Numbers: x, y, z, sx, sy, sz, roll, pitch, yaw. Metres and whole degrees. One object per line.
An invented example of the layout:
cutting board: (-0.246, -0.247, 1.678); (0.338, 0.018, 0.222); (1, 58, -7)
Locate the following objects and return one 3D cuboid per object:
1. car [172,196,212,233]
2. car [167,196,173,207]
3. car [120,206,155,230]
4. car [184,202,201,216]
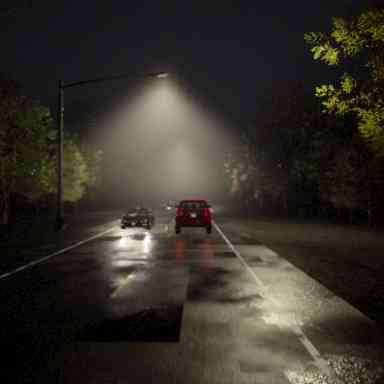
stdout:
car: (0.084, 1.442, 21.309); (2.150, 2.045, 5.566); (0, -1, 0)
car: (-3.572, 1.884, 63.936); (2.150, 2.045, 5.566); (0, -1, 1)
car: (-3.616, 1.743, 22.911); (1.837, 1.490, 4.892); (0, -1, 0)
car: (0.070, 1.933, 39.284); (1.812, 1.442, 4.674); (0, -1, 0)
